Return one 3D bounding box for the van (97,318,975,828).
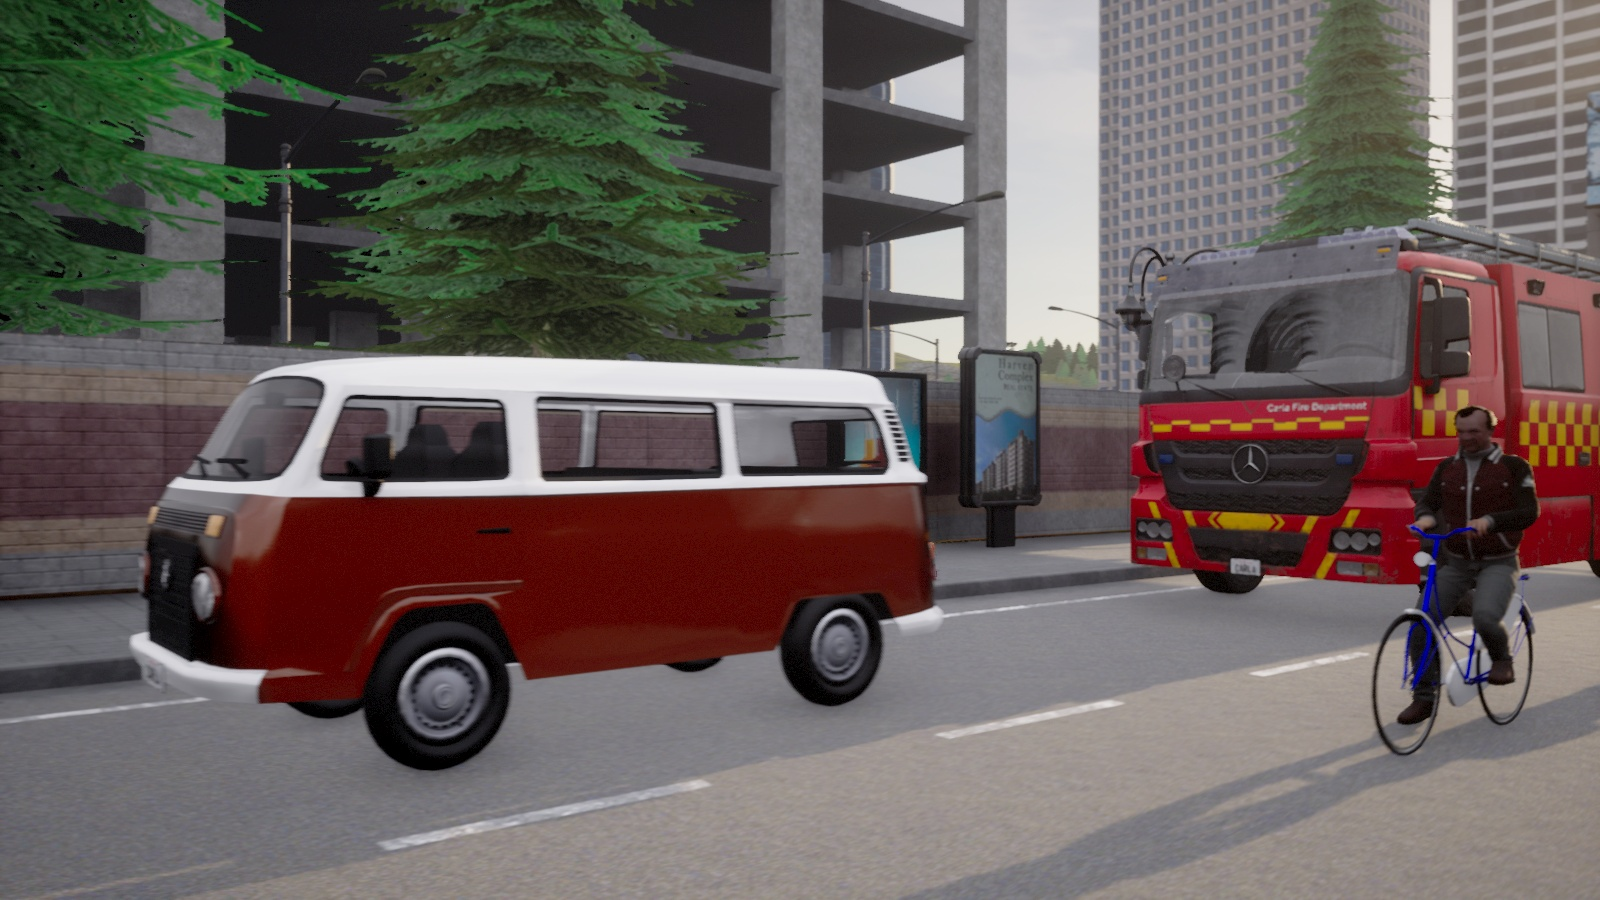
[{"bbox_3d":[-1.314,0.496,7.220,4.480,2.038,2.069,0,0,-39],"label":"van"}]

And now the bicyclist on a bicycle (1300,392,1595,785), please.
[{"bbox_3d":[3.389,0.629,6.499,1.843,1.776,0.659,0,0,-39],"label":"bicyclist on a bicycle"}]

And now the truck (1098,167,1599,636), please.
[{"bbox_3d":[7.184,-0.390,14.021,8.468,3.827,2.891,0,0,-39],"label":"truck"}]
